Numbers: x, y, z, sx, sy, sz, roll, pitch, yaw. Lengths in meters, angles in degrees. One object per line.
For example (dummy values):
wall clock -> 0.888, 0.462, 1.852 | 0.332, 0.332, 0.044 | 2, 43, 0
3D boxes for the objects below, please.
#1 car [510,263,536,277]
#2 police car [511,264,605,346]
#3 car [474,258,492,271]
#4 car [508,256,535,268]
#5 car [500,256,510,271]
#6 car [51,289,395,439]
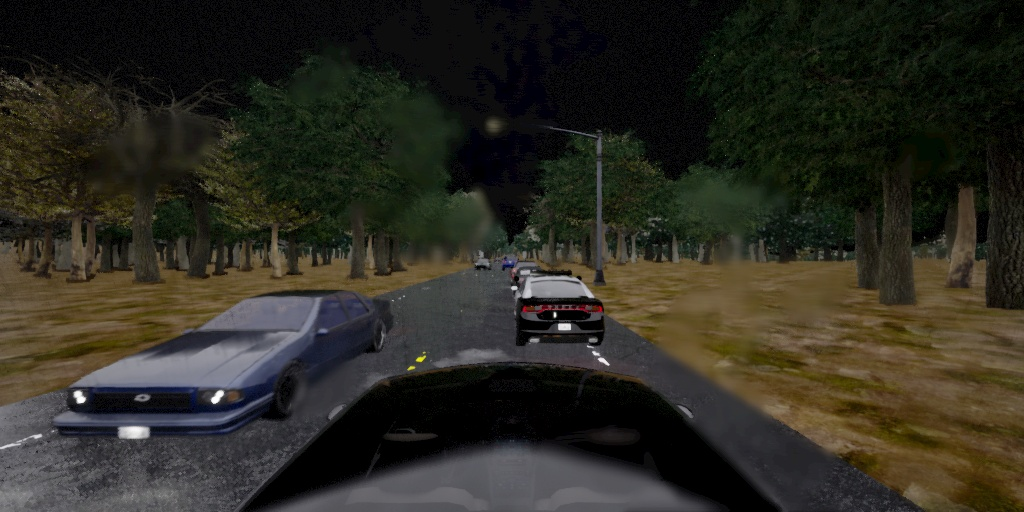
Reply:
car -> 0.965, 1.279, 19.468 | 1.812, 1.442, 4.674 | 0, 0, 0
police car -> 1.013, 1.178, 9.575 | 1.930, 1.638, 5.238 | 0, 0, 0
car -> -3.821, 1.085, 47.317 | 2.097, 1.767, 4.553 | 0, 0, 0
car -> 0.934, 1.101, 25.439 | 2.097, 1.767, 4.553 | 0, 0, 0
car -> -0.206, 0.952, 49.465 | 2.150, 2.045, 5.566 | 0, 0, 0
car -> -3.619, 1.299, 6.087 | 2.033, 1.411, 5.357 | 0, 0, 0
